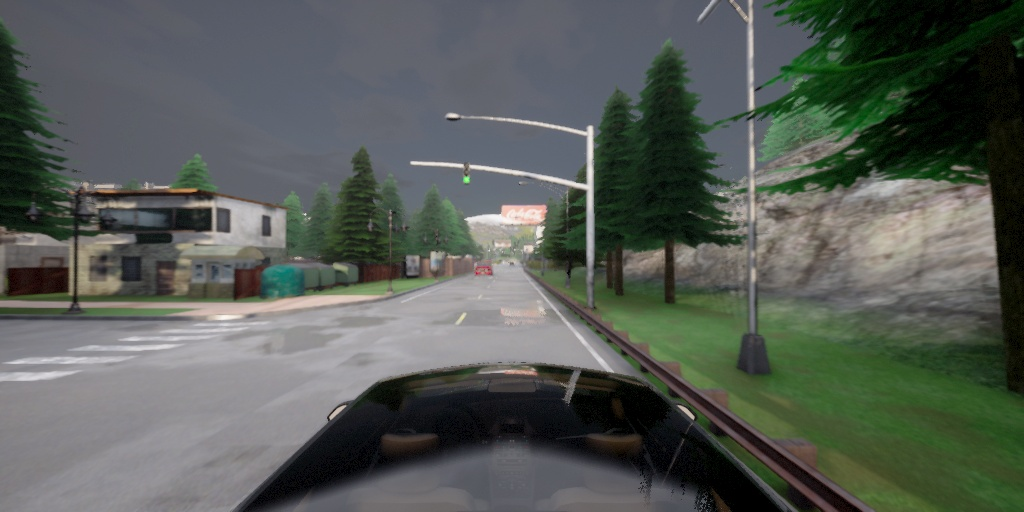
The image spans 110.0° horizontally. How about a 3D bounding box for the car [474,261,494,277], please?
[{"bbox_3d":[-3.500,1.662,45.555,2.150,2.045,5.566,0,1,0],"label":"car"}]
